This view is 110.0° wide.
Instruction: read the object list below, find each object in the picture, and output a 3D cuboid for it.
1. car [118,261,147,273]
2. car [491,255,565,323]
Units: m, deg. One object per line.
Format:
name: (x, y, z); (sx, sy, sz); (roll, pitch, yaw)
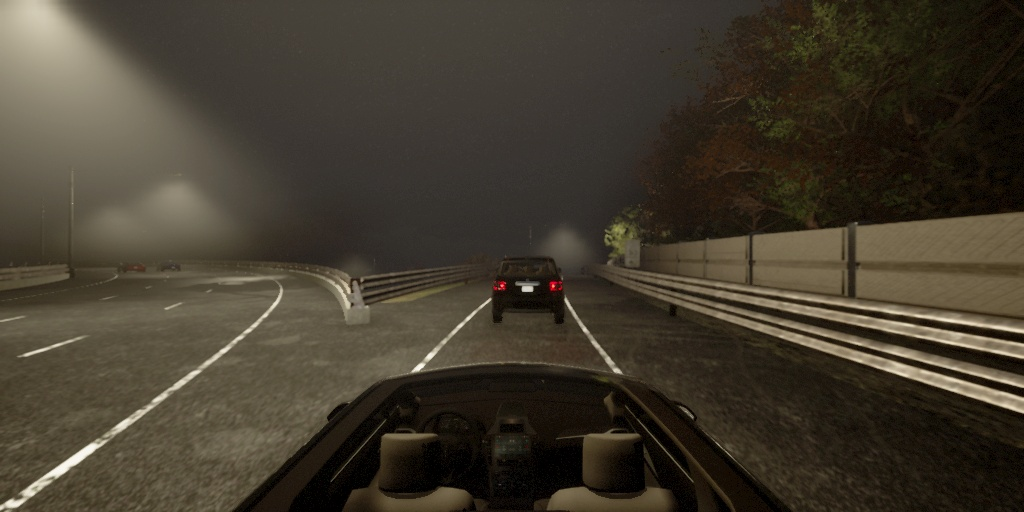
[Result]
car: (-47.204, 1.358, 44.548); (4.181, 1.385, 1.994); (0, 0, 34)
car: (0.571, 0.992, 12.411); (2.150, 2.045, 5.566); (0, 0, 3)
